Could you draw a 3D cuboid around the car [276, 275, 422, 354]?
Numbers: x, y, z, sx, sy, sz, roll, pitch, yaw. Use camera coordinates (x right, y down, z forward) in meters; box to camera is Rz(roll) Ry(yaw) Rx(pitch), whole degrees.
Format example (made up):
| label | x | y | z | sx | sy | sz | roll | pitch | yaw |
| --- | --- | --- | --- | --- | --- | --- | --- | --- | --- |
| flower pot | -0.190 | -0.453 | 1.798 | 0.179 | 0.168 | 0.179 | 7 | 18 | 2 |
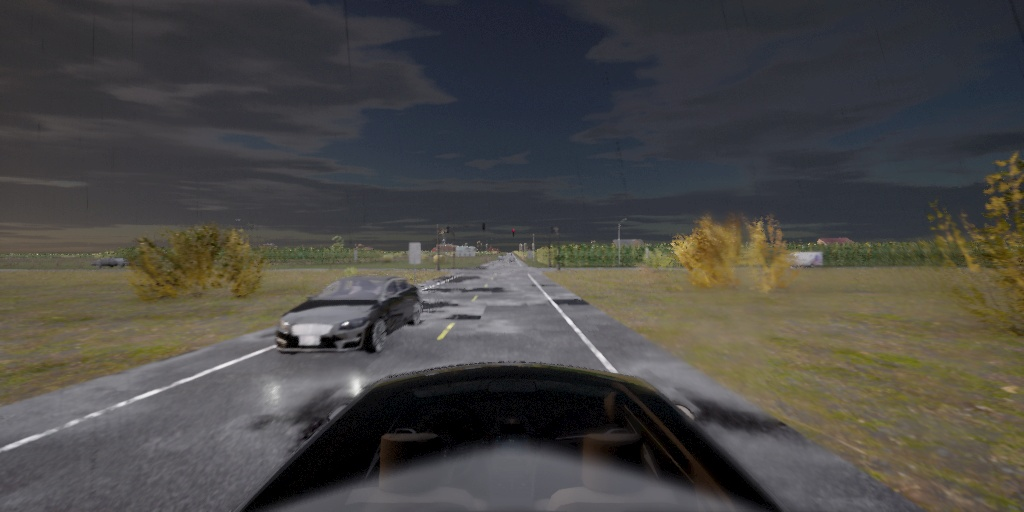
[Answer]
| label | x | y | z | sx | sy | sz | roll | pitch | yaw |
| --- | --- | --- | --- | --- | --- | --- | --- | --- | --- |
| car | -3.599 | 1.241 | 8.828 | 2.128 | 1.511 | 4.902 | 0 | 0 | 0 |
